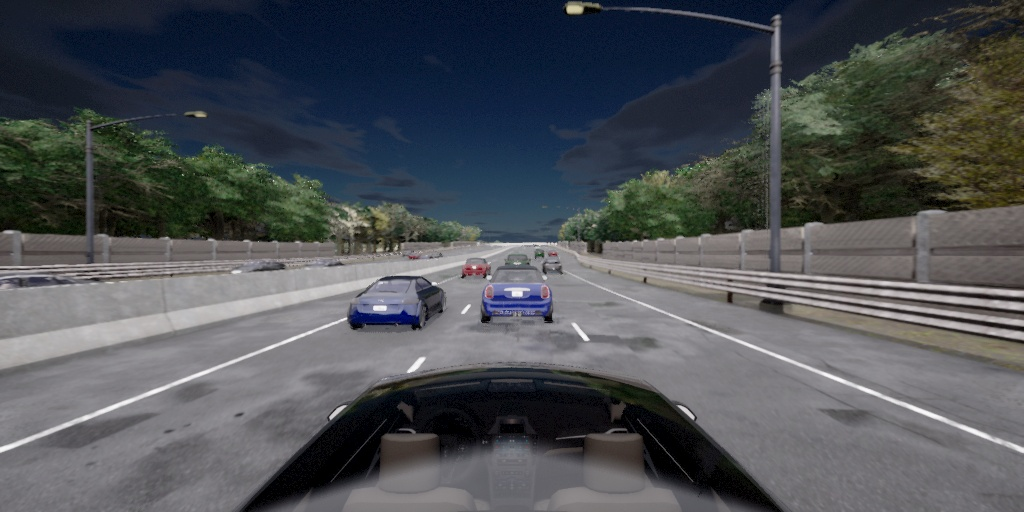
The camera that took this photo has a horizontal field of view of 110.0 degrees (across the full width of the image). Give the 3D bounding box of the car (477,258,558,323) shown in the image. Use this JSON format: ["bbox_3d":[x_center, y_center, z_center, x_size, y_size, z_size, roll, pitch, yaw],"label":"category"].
[{"bbox_3d":[0.166,1.072,12.185,2.097,1.767,4.553,0,0,0],"label":"car"}]

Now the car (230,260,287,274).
[{"bbox_3d":[-20.733,1.096,29.534,2.128,1.511,4.902,0,1,2],"label":"car"}]

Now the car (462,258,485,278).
[{"bbox_3d":[-2.999,0.935,31.073,2.097,1.767,4.553,0,1,1],"label":"car"}]

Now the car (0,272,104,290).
[{"bbox_3d":[-14.056,1.219,9.569,2.128,1.511,4.902,0,0,0],"label":"car"}]

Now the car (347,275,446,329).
[{"bbox_3d":[-3.344,1.288,11.127,1.994,1.385,4.181,0,0,0],"label":"car"}]

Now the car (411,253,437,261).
[{"bbox_3d":[-12.911,0.685,52.885,1.994,1.385,4.181,0,2,3],"label":"car"}]

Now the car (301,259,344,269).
[{"bbox_3d":[-17.150,1.055,32.650,2.128,1.511,4.902,0,1,2],"label":"car"}]

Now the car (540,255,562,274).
[{"bbox_3d":[4.041,0.967,36.587,2.128,1.511,4.902,0,1,2],"label":"car"}]

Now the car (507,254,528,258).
[{"bbox_3d":[0.498,0.804,31.106,2.150,2.045,5.566,0,1,1],"label":"car"}]

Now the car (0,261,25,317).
[{"bbox_3d":[-17.552,1.078,9.856,2.097,1.767,4.553,0,0,0],"label":"car"}]
